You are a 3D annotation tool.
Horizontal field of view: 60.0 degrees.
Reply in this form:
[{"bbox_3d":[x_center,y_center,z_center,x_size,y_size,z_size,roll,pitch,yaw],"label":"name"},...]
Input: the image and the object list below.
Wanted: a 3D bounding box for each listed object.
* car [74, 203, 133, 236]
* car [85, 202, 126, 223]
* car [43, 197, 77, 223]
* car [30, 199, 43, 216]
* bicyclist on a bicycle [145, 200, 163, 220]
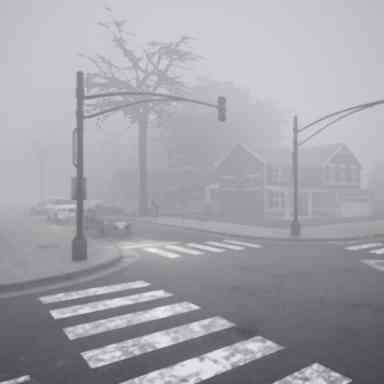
[{"bbox_3d":[-5.154,1.644,19.857,2.128,1.511,4.902,0,0,-34],"label":"car"},{"bbox_3d":[-7.528,1.697,28.610,1.882,1.535,5.008,0,-1,-34],"label":"car"},{"bbox_3d":[-10.713,1.442,28.059,2.150,2.045,5.566,0,-1,-34],"label":"car"},{"bbox_3d":[-16.660,1.840,36.839,2.033,1.411,5.357,0,-1,-34],"label":"car"},{"bbox_3d":[-3.099,1.505,27.262,1.656,1.620,0.582,0,0,-34],"label":"bicyclist on a bicycle"}]
